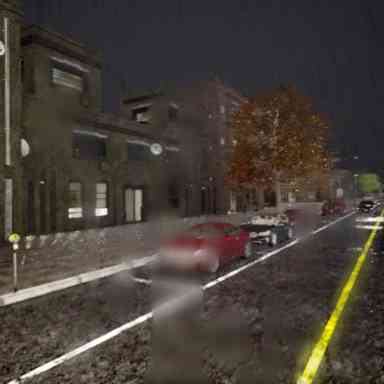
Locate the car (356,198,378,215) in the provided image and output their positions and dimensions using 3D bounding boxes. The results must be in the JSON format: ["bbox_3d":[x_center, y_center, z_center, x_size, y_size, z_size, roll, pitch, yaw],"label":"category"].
[{"bbox_3d":[19.519,1.714,37.081,1.837,1.490,4.892,-1,-1,31],"label":"car"}]

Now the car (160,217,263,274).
[{"bbox_3d":[0.653,1.680,10.949,1.802,1.307,4.206,-1,-1,31],"label":"car"}]

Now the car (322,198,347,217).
[{"bbox_3d":[14.952,1.533,34.722,2.192,1.841,5.009,-1,-1,31],"label":"car"}]

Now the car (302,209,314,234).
[{"bbox_3d":[6.374,1.728,20.457,1.802,1.307,4.206,-1,-1,31],"label":"car"}]

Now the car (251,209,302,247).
[{"bbox_3d":[3.512,1.672,15.704,2.008,1.369,4.403,-1,-1,31],"label":"car"}]
